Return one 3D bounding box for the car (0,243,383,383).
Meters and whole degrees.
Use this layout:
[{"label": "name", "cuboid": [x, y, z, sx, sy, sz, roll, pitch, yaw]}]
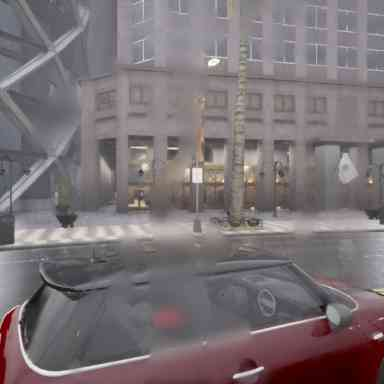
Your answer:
[{"label": "car", "cuboid": [0.417, 1.352, 3.503, 4.553, 1.767, 2.097, 0, 0, -28]}]
